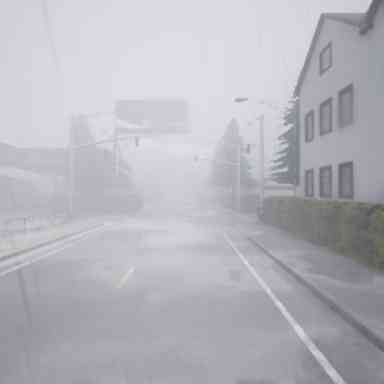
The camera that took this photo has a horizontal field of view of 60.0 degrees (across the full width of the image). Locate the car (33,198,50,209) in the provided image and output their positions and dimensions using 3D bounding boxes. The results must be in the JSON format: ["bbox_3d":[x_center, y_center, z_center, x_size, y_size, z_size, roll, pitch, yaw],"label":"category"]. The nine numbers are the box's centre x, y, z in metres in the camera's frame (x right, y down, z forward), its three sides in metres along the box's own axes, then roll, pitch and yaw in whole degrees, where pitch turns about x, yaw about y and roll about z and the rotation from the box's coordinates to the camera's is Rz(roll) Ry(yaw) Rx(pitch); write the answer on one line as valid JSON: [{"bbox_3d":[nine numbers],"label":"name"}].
[{"bbox_3d":[-22.184,1.790,51.529,4.611,1.667,2.242,0,0,0],"label":"car"}]
